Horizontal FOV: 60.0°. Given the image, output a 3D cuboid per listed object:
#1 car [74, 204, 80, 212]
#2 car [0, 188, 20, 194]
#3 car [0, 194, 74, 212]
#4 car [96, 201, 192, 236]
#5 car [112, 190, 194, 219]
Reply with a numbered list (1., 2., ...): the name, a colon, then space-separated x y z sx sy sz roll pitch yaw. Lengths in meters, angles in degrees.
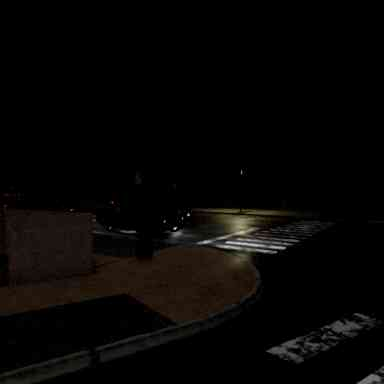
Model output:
1. car: -10.708 1.139 25.889 4.181 1.385 1.994 1 1 30
2. car: -23.638 0.454 41.127 5.566 2.045 2.150 1 1 30
3. car: -10.444 1.130 21.933 4.902 1.511 2.128 1 1 31
4. car: -2.641 1.382 17.036 4.718 1.301 1.895 1 1 33
5. car: -2.580 0.943 20.819 5.566 2.045 2.150 1 1 31
